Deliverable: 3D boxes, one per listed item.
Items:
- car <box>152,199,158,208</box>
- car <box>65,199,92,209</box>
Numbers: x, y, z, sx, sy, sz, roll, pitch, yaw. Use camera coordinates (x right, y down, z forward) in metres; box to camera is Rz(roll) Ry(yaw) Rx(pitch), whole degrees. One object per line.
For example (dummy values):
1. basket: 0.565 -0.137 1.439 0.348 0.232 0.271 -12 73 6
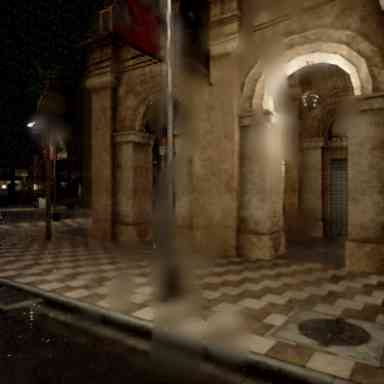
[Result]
1. car: -7.131 1.678 49.662 1.837 1.490 4.892 0 0 36
2. car: -16.115 1.720 48.483 2.161 1.482 4.786 0 0 35
